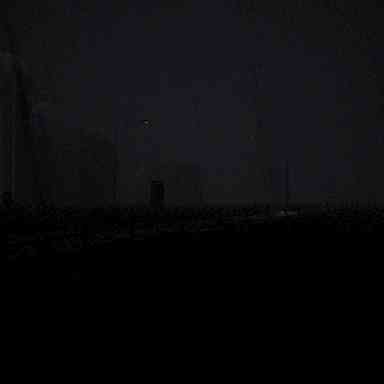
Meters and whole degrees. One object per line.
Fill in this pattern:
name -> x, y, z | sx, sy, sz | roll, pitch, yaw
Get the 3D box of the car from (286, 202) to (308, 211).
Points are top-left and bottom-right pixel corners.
car -> 15.407, 2.100, 49.031 | 1.895, 1.301, 4.718 | 1, 0, 36
